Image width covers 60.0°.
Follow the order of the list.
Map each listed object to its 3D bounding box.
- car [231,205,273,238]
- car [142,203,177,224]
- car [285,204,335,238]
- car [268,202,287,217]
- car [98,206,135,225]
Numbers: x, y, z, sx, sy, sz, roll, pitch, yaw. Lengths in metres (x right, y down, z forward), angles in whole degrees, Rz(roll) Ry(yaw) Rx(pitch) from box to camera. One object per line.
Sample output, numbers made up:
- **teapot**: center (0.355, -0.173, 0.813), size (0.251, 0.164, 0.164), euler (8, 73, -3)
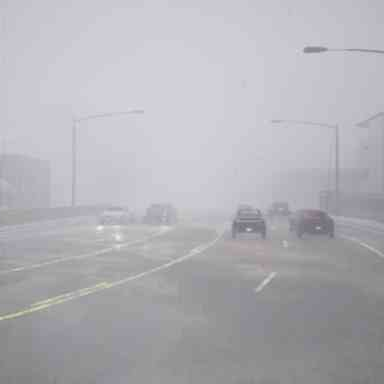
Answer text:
- **car**: center (3.298, 1.726, 19.369), size (2.128, 1.511, 4.902), euler (0, -1, 9)
- **car**: center (-2.642, 1.693, 27.808), size (2.097, 1.767, 4.553), euler (0, -1, 8)
- **car**: center (6.853, 1.708, 19.457), size (1.882, 1.535, 5.008), euler (0, 0, 9)
- **car**: center (8.811, 1.756, 34.001), size (2.097, 1.767, 4.553), euler (0, -1, 8)
- **car**: center (-6.177, 1.871, 27.801), size (1.812, 1.442, 4.674), euler (0, -1, 8)
